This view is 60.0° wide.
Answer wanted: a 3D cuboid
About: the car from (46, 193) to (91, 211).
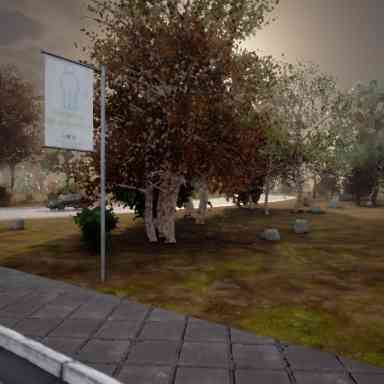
[{"bbox_3d":[-15.299,1.205,41.575,2.150,2.045,5.566,0,0,38],"label":"car"}]
